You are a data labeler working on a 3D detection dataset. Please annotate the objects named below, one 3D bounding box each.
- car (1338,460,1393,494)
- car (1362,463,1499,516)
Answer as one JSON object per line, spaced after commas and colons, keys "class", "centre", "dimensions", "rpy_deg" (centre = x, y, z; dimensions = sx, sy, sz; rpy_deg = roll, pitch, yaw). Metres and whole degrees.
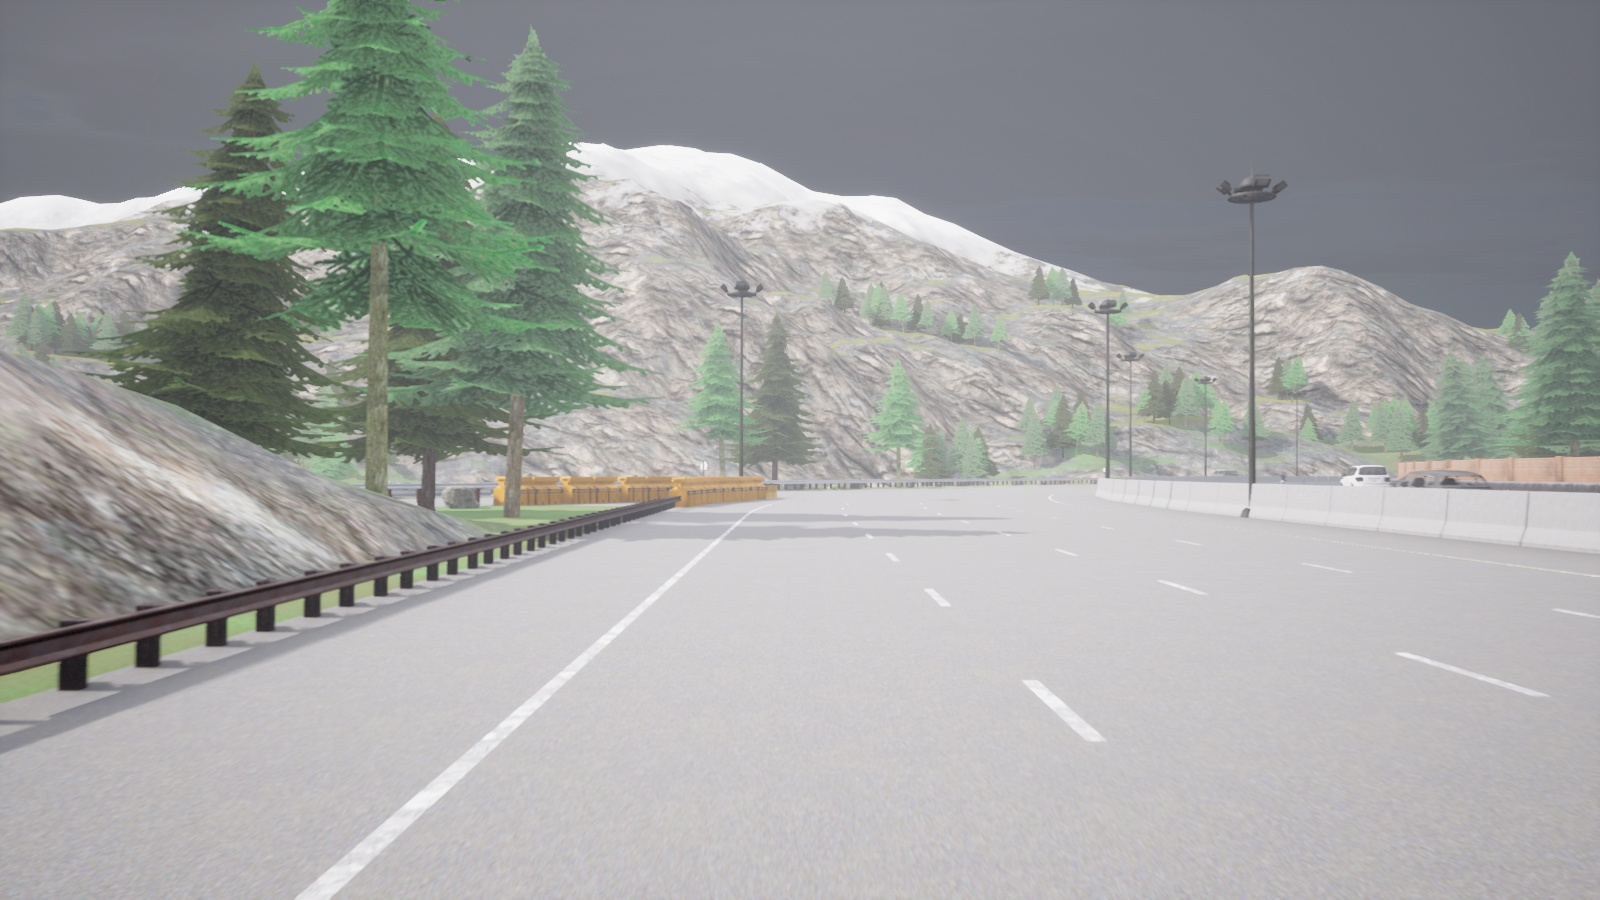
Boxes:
{"class": "car", "centre": [35.317, 1.704, 78.592], "dimensions": [2.150, 2.045, 5.566], "rpy_deg": [-1, -1, 14]}
{"class": "car", "centre": [20.899, 1.274, 41.869], "dimensions": [2.242, 1.667, 4.611], "rpy_deg": [0, -1, 0]}
